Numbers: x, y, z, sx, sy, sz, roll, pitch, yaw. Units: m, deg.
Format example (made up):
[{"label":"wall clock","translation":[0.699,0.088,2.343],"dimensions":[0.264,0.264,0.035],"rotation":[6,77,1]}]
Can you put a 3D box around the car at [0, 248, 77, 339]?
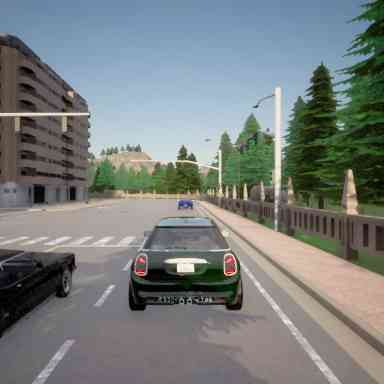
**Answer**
[{"label":"car","translation":[-3.543,1.601,5.580],"dimensions":[1.895,1.301,4.718],"rotation":[0,0,-1]}]

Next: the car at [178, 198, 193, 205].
[{"label":"car","translation":[-0.861,1.477,44.292],"dimensions":[1.882,1.535,5.008],"rotation":[0,0,-1]}]

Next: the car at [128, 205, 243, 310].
[{"label":"car","translation":[-0.126,1.352,7.951],"dimensions":[2.097,1.767,4.553],"rotation":[0,0,0]}]
